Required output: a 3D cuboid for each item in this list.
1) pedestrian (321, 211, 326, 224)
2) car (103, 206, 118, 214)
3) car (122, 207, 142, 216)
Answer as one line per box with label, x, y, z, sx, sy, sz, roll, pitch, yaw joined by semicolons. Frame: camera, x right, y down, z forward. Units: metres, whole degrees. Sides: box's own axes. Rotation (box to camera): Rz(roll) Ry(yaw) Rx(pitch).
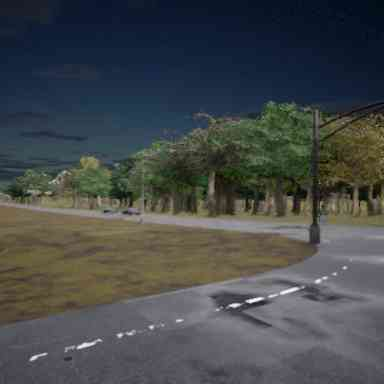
pedestrian;12.040;2.275;30.378;0.375;1.300;0.375;-2;1;-33
car;-16.217;3.603;66.234;2.128;1.511;4.902;1;-2;-33
car;-10.506;3.360;57.690;2.033;1.411;5.357;1;-2;-33
